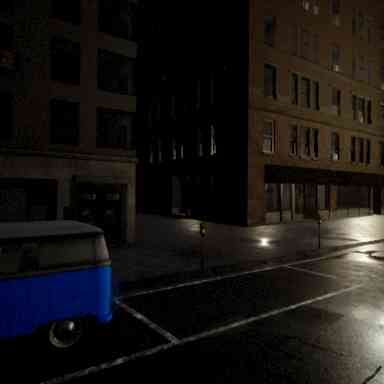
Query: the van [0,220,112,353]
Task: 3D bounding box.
[{"bbox_3d":[-3.114,1.341,4.531,3.998,1.788,1.690,0,1,-36],"label":"van"}]
